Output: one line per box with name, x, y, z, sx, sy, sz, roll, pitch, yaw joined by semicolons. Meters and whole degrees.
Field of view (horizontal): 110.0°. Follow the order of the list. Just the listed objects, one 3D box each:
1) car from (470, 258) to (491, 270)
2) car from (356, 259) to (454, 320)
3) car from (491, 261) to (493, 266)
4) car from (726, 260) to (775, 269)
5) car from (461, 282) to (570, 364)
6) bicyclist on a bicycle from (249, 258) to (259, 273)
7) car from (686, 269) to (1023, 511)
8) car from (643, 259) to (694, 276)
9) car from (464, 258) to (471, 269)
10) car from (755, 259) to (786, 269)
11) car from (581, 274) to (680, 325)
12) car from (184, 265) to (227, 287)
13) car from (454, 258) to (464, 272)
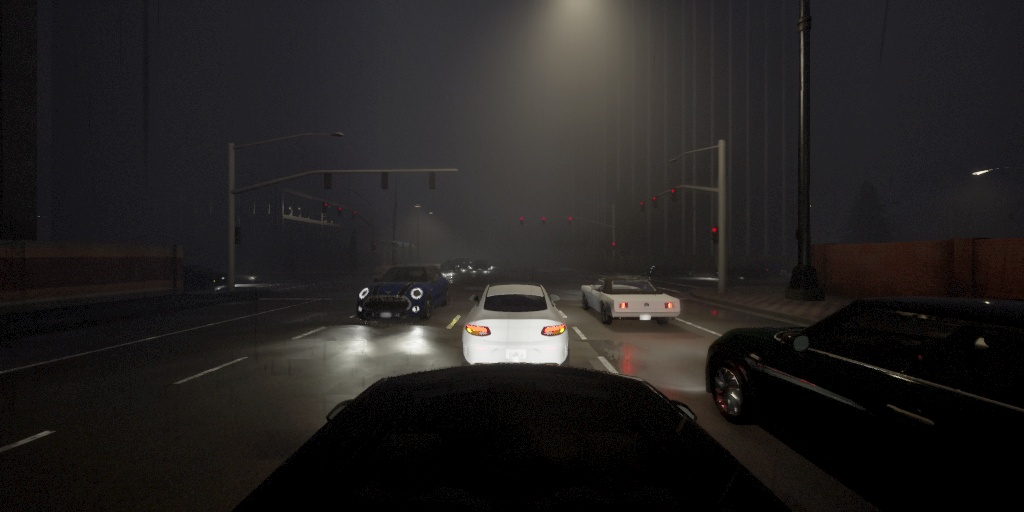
car;-4.416;1.228;51.242;1.882;1.535;5.008;0;0;-1
car;-3.575;1.102;12.513;2.097;1.767;4.553;0;0;1
car;-4.556;1.276;60.554;1.812;1.442;4.674;0;0;-1
car;20.189;1.314;31.693;4.181;1.385;1.994;0;0;-1
car;0.059;1.276;7.577;1.812;1.442;4.674;0;0;0
bicyclist on a bicycle;-28.409;1.051;39.513;0.582;1.620;1.656;0;0;-1
car;3.599;1.102;2.893;2.097;1.767;4.553;0;0;0
car;15.338;1.102;35.147;4.553;1.767;2.097;0;0;0
car;-7.988;1.102;55.363;2.097;1.767;4.553;0;0;-1
car;24.230;1.102;35.229;4.553;1.767;2.097;0;0;0
car;3.563;1.351;11.795;1.895;1.301;4.718;0;0;0
car;-21.419;1.314;24.093;4.181;1.385;1.994;0;0;0
car;-7.892;1.242;46.217;2.128;1.511;4.902;0;0;1
